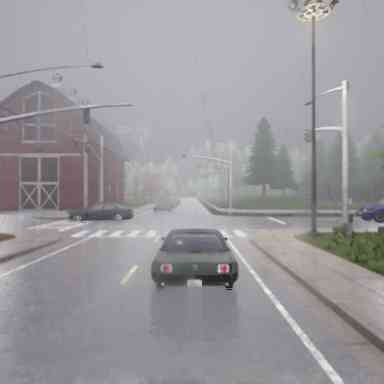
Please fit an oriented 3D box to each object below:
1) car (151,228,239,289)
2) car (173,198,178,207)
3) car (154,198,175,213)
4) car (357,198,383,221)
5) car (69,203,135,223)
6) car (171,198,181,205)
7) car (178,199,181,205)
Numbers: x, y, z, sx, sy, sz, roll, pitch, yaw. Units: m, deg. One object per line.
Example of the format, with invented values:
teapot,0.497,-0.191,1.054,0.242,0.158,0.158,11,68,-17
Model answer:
car,0.077,1.662,9.280,1.895,1.301,4.718,0,0,0
car,-3.575,1.842,51.687,1.837,1.490,4.892,0,0,0
car,-3.585,1.836,41.665,1.994,1.385,4.181,0,0,0
car,16.241,1.369,26.655,5.566,2.045,2.150,0,0,0
car,-7.078,1.625,26.243,5.008,1.535,1.882,0,0,-1
car,-3.476,2.060,72.066,1.895,1.301,4.718,0,0,0
car,-3.541,1.908,61.759,1.837,1.490,4.892,0,0,1
